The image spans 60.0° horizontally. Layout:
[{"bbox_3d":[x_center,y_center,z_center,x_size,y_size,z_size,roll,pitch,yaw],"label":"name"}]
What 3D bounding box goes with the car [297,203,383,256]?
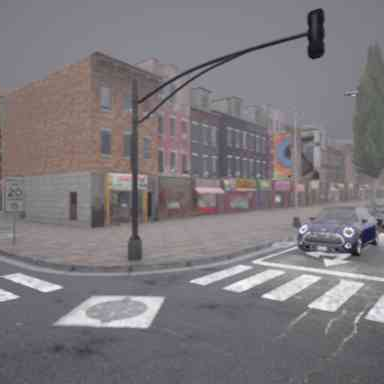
[{"bbox_3d":[5.970,1.381,13.391,2.097,1.767,4.553,-1,0,39],"label":"car"}]
